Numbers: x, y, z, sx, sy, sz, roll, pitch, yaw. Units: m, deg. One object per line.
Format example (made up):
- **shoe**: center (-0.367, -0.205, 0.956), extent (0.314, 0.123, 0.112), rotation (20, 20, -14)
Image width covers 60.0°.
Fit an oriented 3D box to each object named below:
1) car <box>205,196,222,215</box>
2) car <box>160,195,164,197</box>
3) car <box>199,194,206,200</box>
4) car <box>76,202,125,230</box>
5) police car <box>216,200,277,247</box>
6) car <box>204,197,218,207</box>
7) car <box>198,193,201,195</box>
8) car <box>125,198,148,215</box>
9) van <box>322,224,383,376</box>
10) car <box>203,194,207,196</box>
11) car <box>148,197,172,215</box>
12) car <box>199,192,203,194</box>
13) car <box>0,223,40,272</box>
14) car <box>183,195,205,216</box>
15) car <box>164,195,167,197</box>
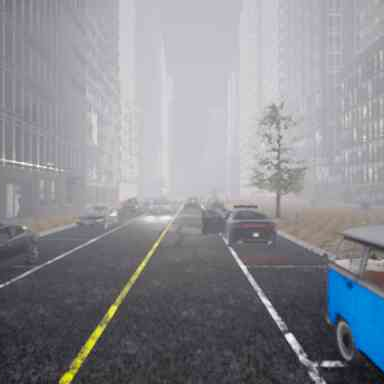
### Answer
- **car**: center (2.711, 1.434, 37.312), extent (2.008, 1.369, 4.403), rotation (0, 0, 0)
- **car**: center (-5.666, 1.394, 48.715), extent (1.887, 1.381, 4.507), rotation (0, 0, 0)
- **car**: center (2.729, 1.263, 88.682), extent (1.752, 1.417, 4.829), rotation (0, 0, 0)
- **car**: center (-5.676, 1.487, 20.269), extent (2.008, 1.369, 4.403), rotation (0, 0, 0)
- **police car**: center (2.373, 1.377, 14.923), extent (1.930, 1.638, 5.238), rotation (0, 0, 0)
- **car**: center (2.715, 1.394, 48.690), extent (1.887, 1.381, 4.507), rotation (0, 0, 0)
- **car**: center (0.031, 1.356, 48.629), extent (1.837, 1.490, 4.892), rotation (0, 1, 0)
- **car**: center (-5.671, 1.341, 31.648), extent (1.967, 1.590, 4.097), rotation (0, 0, 0)
- **van**: center (2.701, 1.331, 3.178), extent (1.690, 1.788, 3.998), rotation (0, 0, 0)
- **car**: center (2.713, 1.307, 43.000), extent (1.967, 1.590, 4.097), rotation (0, 0, 0)
- **car**: center (-3.084, 1.498, 32.942), extent (1.895, 1.301, 4.718), rotation (0, 0, 0)
- **car**: center (2.725, 1.335, 77.134), extent (1.947, 1.339, 4.313), rotation (0, 0, 0)
- **car**: center (-5.680, 1.538, 8.892), extent (1.947, 1.339, 4.313), rotation (0, 0, 0)
- **car**: center (0.045, 1.380, 36.033), extent (2.128, 1.511, 4.902), rotation (0, 0, 1)
- **car**: center (-5.660, 1.345, 65.782), extent (1.887, 1.381, 4.507), rotation (0, 0, 0)
